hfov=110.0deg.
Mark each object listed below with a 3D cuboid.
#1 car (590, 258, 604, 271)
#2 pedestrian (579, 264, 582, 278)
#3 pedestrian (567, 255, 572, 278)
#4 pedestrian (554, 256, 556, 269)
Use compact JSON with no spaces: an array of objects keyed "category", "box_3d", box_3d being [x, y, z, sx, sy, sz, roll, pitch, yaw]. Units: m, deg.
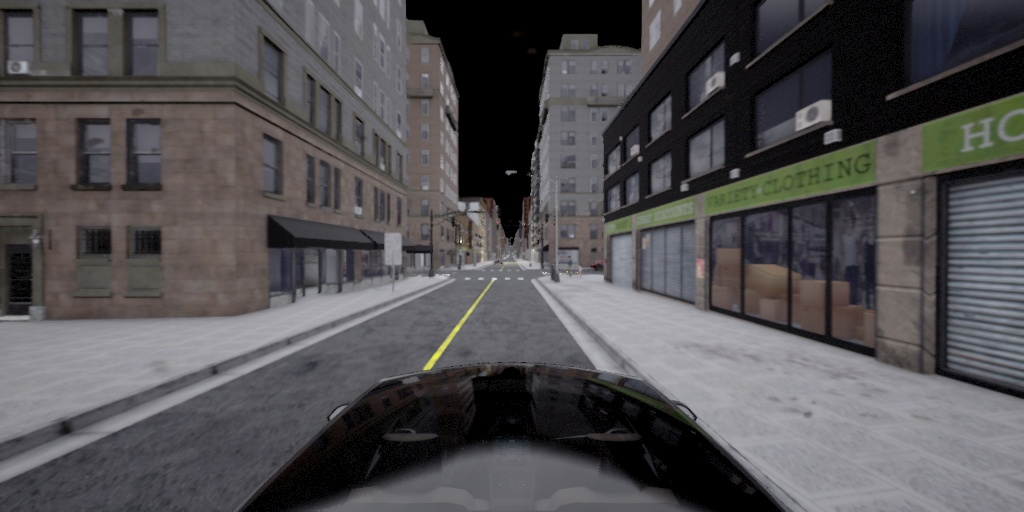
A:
[{"category":"car","box_3d":[12.080,0.822,43.745,5.009,1.841,2.192,0,0,0]},{"category":"pedestrian","box_3d":[5.621,1.215,29.491,0.500,1.100,0.500,0,0,0]},{"category":"pedestrian","box_3d":[4.620,0.851,28.887,0.375,1.860,0.375,0,0,0]},{"category":"pedestrian","box_3d":[3.625,0.862,30.087,0.375,1.860,0.375,0,0,0]}]
